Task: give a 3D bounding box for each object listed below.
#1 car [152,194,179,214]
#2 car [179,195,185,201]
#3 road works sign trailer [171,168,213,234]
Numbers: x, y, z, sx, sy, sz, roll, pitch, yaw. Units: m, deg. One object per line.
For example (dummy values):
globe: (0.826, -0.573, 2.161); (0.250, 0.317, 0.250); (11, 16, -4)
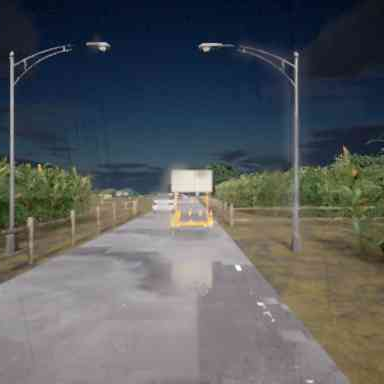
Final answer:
car: (-2.861, 1.191, 35.115); (2.150, 2.045, 5.566); (0, 0, 0)
car: (-2.784, 1.388, 77.403); (1.837, 1.490, 4.892); (0, 0, 0)
road works sign trailer: (-0.007, 0.441, 19.005); (2.380, 3.560, 2.880); (0, 0, 0)
